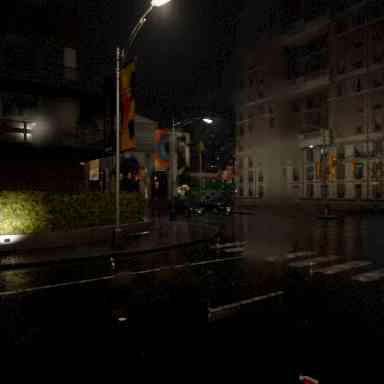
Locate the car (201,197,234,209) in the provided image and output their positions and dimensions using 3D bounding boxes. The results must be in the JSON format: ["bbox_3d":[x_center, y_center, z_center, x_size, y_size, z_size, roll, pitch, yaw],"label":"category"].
[{"bbox_3d":[3.516,1.477,46.457,1.882,1.535,5.008,0,0,-35],"label":"car"}]

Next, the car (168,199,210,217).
[{"bbox_3d":[-0.655,1.526,32.093,1.812,1.442,4.674,0,0,-35],"label":"car"}]

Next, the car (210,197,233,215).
[{"bbox_3d":[2.136,1.491,34.211,2.128,1.511,4.902,0,0,-35],"label":"car"}]
